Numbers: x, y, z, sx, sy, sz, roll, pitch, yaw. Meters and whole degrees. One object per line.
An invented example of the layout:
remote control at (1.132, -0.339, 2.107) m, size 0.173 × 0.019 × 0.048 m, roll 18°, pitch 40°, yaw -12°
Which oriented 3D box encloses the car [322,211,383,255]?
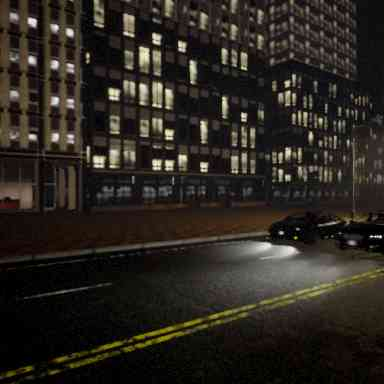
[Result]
car at (7.526, 1.499, 12.927) m, size 4.902 × 1.511 × 2.128 m, roll 0°, pitch 0°, yaw -35°

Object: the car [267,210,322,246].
car at (5.465, 1.570, 15.451) m, size 4.181 × 1.385 × 1.994 m, roll 0°, pitch 0°, yaw -35°
